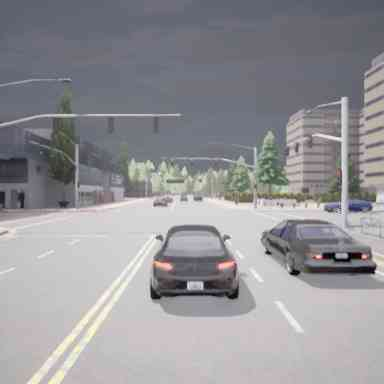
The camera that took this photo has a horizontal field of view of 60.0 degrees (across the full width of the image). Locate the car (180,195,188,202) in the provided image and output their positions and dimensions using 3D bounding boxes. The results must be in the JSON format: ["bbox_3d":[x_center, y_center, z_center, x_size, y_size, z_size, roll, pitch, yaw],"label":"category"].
[{"bbox_3d":[-1.924,1.583,78.232,2.033,1.411,5.357,0,0,-1],"label":"car"}]

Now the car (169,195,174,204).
[{"bbox_3d":[-5.145,1.606,66.861,1.994,1.385,4.181,0,0,-1],"label":"car"}]

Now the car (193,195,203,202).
[{"bbox_3d":[1.565,1.545,78.725,1.837,1.490,4.892,0,0,-1],"label":"car"}]

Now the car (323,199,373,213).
[{"bbox_3d":[16.868,1.501,36.115,5.008,1.535,1.882,0,0,-2],"label":"car"}]

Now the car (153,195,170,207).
[{"bbox_3d":[-4.788,1.594,50.357,1.994,1.385,4.181,0,0,-2],"label":"car"}]

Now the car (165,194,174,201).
[{"bbox_3d":[-5.508,1.379,81.422,1.882,1.535,5.008,0,0,-1],"label":"car"}]

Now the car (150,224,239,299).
[{"bbox_3d":[0.035,1.531,8.313,1.812,1.442,4.674,0,0,-1],"label":"car"}]

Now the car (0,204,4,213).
[{"bbox_3d":[-20.210,1.524,30.906,4.892,1.490,1.837,0,0,-1],"label":"car"}]

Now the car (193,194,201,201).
[{"bbox_3d":[1.300,1.449,88.956,1.882,1.535,5.008,0,0,-1],"label":"car"}]

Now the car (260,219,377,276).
[{"bbox_3d":[3.533,1.554,10.370,2.033,1.411,5.357,0,0,0],"label":"car"}]

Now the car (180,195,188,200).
[{"bbox_3d":[-2.199,1.523,88.867,1.994,1.385,4.181,0,0,-1],"label":"car"}]
